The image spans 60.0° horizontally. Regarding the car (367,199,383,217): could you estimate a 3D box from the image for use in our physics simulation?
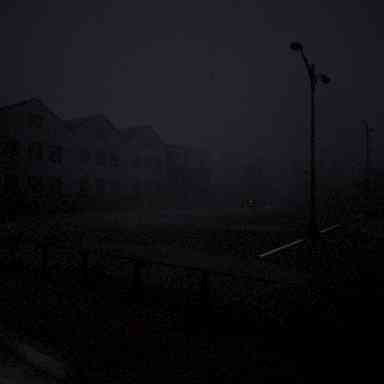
[{"bbox_3d":[15.431,1.298,26.801,2.007,1.523,4.514,0,0,35],"label":"car"}]

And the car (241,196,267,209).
[{"bbox_3d":[7.981,1.313,42.806,1.837,1.490,4.892,0,0,35],"label":"car"}]
